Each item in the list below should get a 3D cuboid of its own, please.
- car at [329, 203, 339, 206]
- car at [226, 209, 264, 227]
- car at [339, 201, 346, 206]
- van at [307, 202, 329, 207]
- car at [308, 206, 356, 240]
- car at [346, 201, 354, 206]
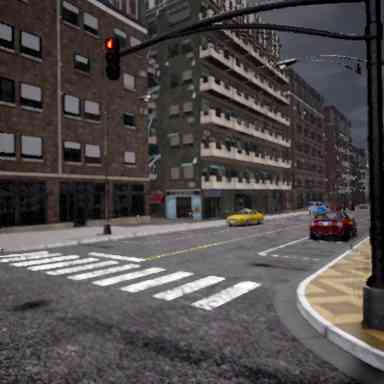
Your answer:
[{"bbox_3d":[20.946,2.480,51.808,1.967,1.590,4.097,-2,-2,35],"label":"car"},{"bbox_3d":[4.588,2.121,28.570,1.752,1.417,4.829,-2,-2,35],"label":"car"},{"bbox_3d":[24.200,2.672,56.424,1.887,1.381,4.507,-2,-2,35],"label":"car"},{"bbox_3d":[17.692,2.292,47.192,1.690,1.788,3.998,-2,-2,35],"label":"van"},{"bbox_3d":[8.232,1.790,19.312,1.967,1.590,4.097,-2,-2,35],"label":"car"},{"bbox_3d":[30.700,2.620,65.670,2.192,1.841,5.009,-2,-2,35],"label":"car"}]
